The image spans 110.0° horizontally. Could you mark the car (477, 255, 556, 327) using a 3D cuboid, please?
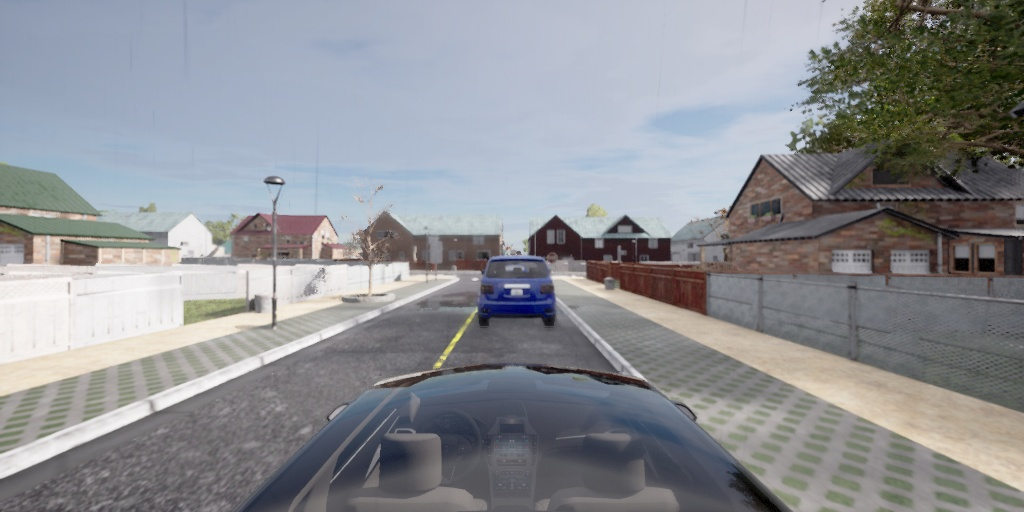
[{"bbox_3d":[0.137,0.997,11.725,2.150,2.045,5.566,0,0,0],"label":"car"}]

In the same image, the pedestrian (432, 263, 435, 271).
[{"bbox_3d":[-9.203,0.898,42.288,0.375,1.860,0.375,0,-1,1],"label":"pedestrian"}]
